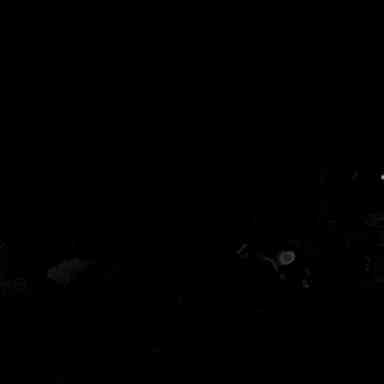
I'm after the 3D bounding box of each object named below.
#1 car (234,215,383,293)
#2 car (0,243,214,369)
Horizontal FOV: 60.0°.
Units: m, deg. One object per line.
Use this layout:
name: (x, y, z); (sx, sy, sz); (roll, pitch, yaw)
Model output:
car: (3.062, 1.481, 8.958); (4.097, 1.590, 1.967); (0, 0, -36)
car: (-1.526, 1.593, 5.677); (4.206, 1.307, 1.802); (0, 0, -36)
